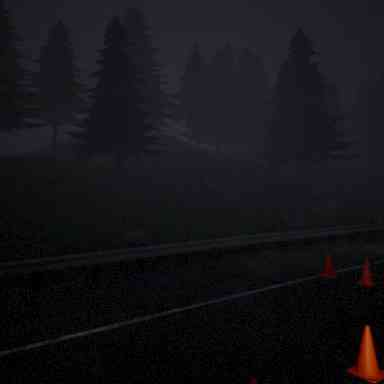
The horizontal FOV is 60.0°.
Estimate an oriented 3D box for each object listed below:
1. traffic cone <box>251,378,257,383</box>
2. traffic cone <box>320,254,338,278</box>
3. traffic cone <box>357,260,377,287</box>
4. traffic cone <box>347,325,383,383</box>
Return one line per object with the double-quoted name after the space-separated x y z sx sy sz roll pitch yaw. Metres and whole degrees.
0.552 1.956 2.955 0.340 0.580 0.340 0 0 -36 "traffic cone"
3.666 1.950 8.896 0.340 0.580 0.340 0 0 -36 "traffic cone"
4.251 1.949 8.085 0.340 0.580 0.340 0 0 -36 "traffic cone"
2.175 1.952 4.124 0.340 0.580 0.340 0 0 -36 "traffic cone"
